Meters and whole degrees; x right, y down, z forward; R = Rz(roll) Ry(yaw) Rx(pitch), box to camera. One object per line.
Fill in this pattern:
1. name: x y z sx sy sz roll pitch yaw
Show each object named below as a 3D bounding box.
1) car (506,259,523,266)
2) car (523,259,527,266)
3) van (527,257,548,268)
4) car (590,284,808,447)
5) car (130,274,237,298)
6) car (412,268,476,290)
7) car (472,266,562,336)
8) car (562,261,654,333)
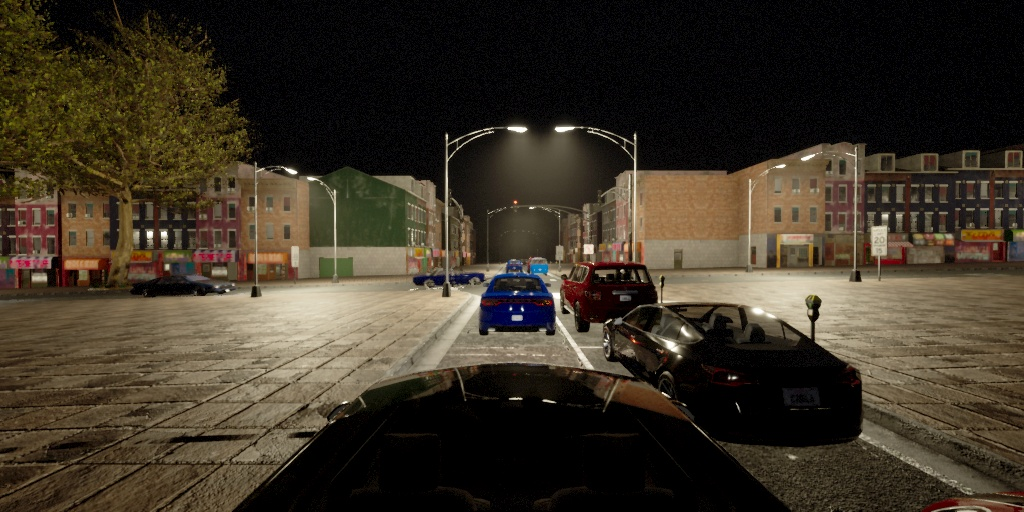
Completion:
1. car: 0.280 1.251 44.376 1.882 1.535 5.008 0 0 0
2. car: 2.791 1.085 42.502 2.192 1.841 5.009 0 0 0
3. van: 2.770 1.105 37.096 1.690 1.789 3.998 0 0 0
4. car: 2.647 1.315 5.333 1.948 1.339 4.313 0 0 0
5. car: -20.592 1.856 22.540 5.357 1.411 2.033 -2 1 -1
6. car: -4.086 1.436 23.489 4.718 1.301 1.895 -1 0 -15
7. car: 0.147 1.227 10.460 1.882 1.535 5.008 0 0 1
8. car: 2.668 1.064 10.736 2.192 1.841 5.009 0 0 0
